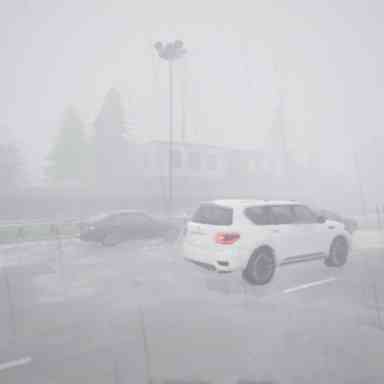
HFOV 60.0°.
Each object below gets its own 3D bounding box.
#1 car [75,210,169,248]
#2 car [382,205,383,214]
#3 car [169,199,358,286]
[{"bbox_3d":[-2.702,1.529,14.714,4.674,1.442,1.812,0,0,-35],"label":"car"},{"bbox_3d":[19.335,1.488,30.428,5.008,1.535,1.882,0,0,-35],"label":"car"},{"bbox_3d":[2.335,1.224,9.710,5.566,2.045,2.150,0,0,-35],"label":"car"}]
